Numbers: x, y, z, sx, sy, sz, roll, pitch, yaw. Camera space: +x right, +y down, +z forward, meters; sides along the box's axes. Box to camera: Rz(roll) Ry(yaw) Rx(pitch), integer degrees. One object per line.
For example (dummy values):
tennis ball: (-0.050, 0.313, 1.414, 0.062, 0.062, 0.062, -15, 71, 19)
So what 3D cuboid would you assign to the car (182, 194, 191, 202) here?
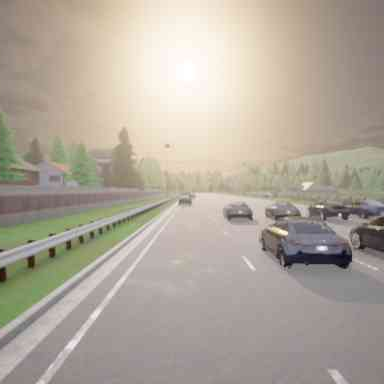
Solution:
car: (-1.043, 1.193, 66.681, 1.837, 1.490, 4.892, 0, 0, 0)

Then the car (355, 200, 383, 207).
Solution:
car: (14.092, 1.398, 26.919, 1.812, 1.442, 4.674, 0, 0, 0)

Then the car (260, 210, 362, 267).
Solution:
car: (3.587, 1.511, 11.165, 1.994, 1.385, 4.181, 0, 0, 0)

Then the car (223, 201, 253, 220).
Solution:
car: (3.590, 1.439, 26.596, 1.994, 1.385, 4.181, 0, 0, 0)

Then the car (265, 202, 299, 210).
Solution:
car: (7.090, 1.439, 26.381, 1.994, 1.385, 4.181, 0, 0, 0)

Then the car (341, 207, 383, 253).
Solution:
car: (7.087, 1.451, 11.075, 1.837, 1.490, 4.892, 0, 0, 0)

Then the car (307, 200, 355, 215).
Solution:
car: (10.590, 1.380, 26.208, 1.837, 1.490, 4.892, 0, 0, 0)

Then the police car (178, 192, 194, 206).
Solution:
police car: (-1.044, 1.188, 50.790, 1.930, 1.638, 5.238, 0, 0, 0)
